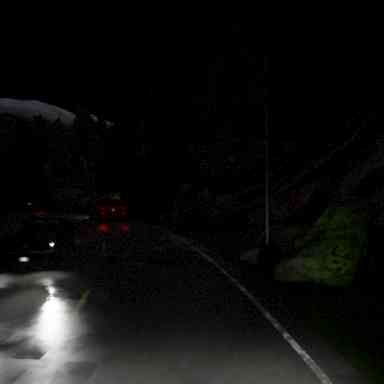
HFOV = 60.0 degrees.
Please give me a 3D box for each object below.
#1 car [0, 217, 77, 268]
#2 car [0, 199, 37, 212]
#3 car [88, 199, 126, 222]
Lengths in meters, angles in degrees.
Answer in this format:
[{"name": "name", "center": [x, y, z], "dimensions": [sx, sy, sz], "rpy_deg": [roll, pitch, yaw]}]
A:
[{"name": "car", "center": [-5.235, 1.600, 11.571], "dimensions": [1.895, 1.301, 4.718], "rpy_deg": [0, 0, -13]}, {"name": "car", "center": [-19.833, 1.497, 37.859], "dimensions": [4.902, 1.511, 2.128], "rpy_deg": [0, 0, 26]}, {"name": "car", "center": [-6.801, 1.331, 26.350], "dimensions": [2.097, 1.767, 4.553], "rpy_deg": [0, 0, -29]}]
